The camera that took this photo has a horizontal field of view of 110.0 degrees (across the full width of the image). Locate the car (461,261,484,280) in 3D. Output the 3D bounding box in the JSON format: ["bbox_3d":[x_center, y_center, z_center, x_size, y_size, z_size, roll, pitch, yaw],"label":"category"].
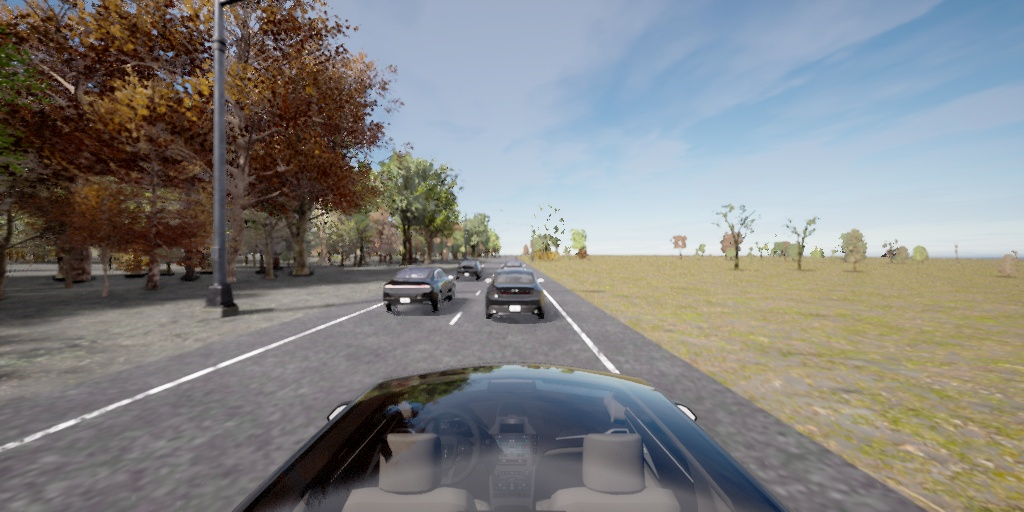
[{"bbox_3d":[-3.402,1.123,29.404,1.837,1.490,4.892,0,0,0],"label":"car"}]

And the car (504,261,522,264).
[{"bbox_3d":[0.097,1.110,29.176,2.128,1.511,4.902,0,0,0],"label":"car"}]

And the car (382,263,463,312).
[{"bbox_3d":[-3.405,1.184,13.843,2.128,1.511,4.902,0,0,0],"label":"car"}]

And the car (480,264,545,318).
[{"bbox_3d":[0.092,1.205,12.642,1.837,1.490,4.892,0,1,0],"label":"car"}]
